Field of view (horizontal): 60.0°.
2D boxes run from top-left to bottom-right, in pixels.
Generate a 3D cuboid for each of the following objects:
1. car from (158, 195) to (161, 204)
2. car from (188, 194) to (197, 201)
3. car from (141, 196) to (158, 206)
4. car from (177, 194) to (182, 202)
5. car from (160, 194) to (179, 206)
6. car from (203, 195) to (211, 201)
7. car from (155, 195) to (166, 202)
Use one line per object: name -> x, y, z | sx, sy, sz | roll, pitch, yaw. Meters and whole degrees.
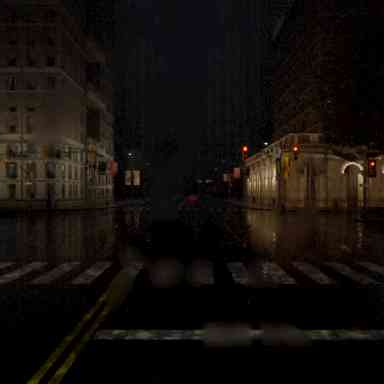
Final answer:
car -> -7.049, 1.564, 63.785 | 1.994, 1.385, 4.181 | 0, 0, 2
car -> 0.133, 1.279, 78.610 | 2.097, 1.767, 4.553 | 0, 0, 1
car -> -7.087, 1.506, 53.932 | 1.837, 1.490, 4.892 | 0, 0, 0
car -> -3.534, 1.547, 64.503 | 2.033, 1.411, 5.357 | 0, 0, 2
car -> -3.586, 1.506, 53.920 | 1.837, 1.490, 4.892 | 0, 0, 1
car -> 3.633, 1.464, 78.607 | 2.033, 1.411, 5.357 | 0, 0, 1
car -> -6.913, 1.500, 73.914 | 1.837, 1.490, 4.892 | 0, 0, 1
